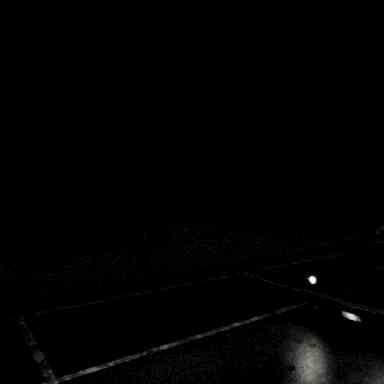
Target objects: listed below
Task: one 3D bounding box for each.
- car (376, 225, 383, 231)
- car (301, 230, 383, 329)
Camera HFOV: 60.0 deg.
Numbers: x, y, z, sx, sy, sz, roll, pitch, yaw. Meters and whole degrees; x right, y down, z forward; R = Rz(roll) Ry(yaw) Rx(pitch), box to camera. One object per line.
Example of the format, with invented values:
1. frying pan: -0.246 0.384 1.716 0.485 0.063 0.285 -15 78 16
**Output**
1. car: 8.882 1.438 12.969 4.097 1.590 1.967 0 -1 -35
2. car: 4.243 1.599 6.390 4.718 1.301 1.895 0 0 -35
